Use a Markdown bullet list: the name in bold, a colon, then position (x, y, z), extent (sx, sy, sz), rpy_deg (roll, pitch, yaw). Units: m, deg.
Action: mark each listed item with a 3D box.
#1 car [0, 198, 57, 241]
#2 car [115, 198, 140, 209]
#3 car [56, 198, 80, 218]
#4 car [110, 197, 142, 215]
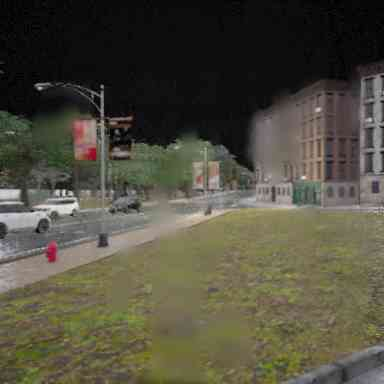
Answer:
- **car**: position (-10.599, 1.557, 19.024), extent (2.150, 2.045, 5.566), rpy_deg (0, -1, 15)
- **car**: position (-9.416, 1.670, 49.134), extent (1.812, 1.442, 4.674), rpy_deg (0, 0, 15)
- **car**: position (-13.645, 1.642, 33.576), extent (2.150, 2.045, 5.566), rpy_deg (0, 0, 15)
- **car**: position (-8.132, 1.688, 41.562), extent (2.150, 2.045, 5.566), rpy_deg (0, -1, 15)
